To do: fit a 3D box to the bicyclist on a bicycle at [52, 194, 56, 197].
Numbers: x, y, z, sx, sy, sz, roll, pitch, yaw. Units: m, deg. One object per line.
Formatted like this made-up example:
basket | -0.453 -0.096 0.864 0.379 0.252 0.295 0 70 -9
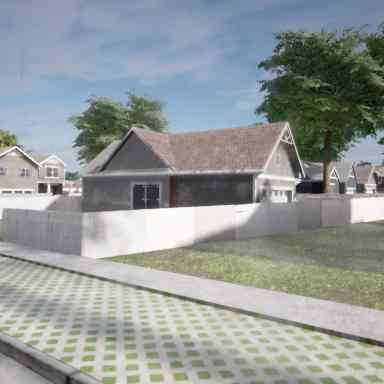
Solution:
bicyclist on a bicycle | -13.073 1.028 31.582 1.656 1.620 0.582 0 1 34
